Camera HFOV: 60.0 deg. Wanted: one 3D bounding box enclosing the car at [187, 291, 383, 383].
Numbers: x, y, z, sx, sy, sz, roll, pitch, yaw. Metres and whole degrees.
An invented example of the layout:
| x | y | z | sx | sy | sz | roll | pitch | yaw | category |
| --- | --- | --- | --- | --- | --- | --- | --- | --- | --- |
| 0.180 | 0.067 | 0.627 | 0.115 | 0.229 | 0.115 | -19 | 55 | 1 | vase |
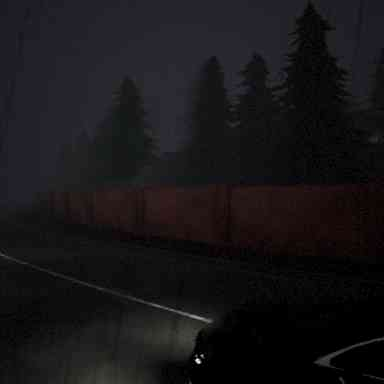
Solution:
| x | y | z | sx | sy | sz | roll | pitch | yaw | category |
| --- | --- | --- | --- | --- | --- | --- | --- | --- | --- |
| 2.206 | 1.515 | 2.529 | 4.892 | 1.490 | 1.837 | 0 | 0 | 36 | car |
